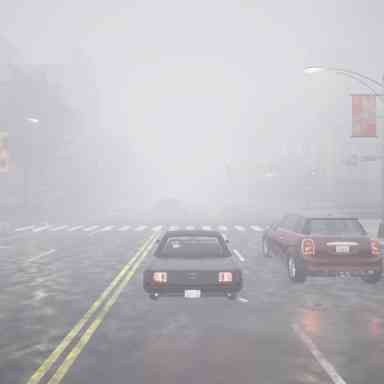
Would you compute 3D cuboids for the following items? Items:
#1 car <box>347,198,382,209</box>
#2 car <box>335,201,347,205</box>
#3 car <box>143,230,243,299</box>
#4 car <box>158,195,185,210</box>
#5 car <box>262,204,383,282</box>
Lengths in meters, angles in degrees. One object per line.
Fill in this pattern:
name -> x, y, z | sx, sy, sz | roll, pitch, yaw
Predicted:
car -> 22.619, 1.564, 42.458 | 4.181, 1.385, 1.994 | 0, 0, 0
car -> 22.699, 1.547, 45.958 | 5.357, 1.411, 2.033 | 0, 0, 0
car -> 0.015, 1.601, 8.393 | 1.895, 1.301, 4.718 | 0, 0, 0
car -> -2.625, 1.505, 44.015 | 1.837, 1.490, 4.892 | 1, 1, 27
car -> 3.507, 1.352, 9.873 | 2.097, 1.767, 4.553 | 0, 0, 0
